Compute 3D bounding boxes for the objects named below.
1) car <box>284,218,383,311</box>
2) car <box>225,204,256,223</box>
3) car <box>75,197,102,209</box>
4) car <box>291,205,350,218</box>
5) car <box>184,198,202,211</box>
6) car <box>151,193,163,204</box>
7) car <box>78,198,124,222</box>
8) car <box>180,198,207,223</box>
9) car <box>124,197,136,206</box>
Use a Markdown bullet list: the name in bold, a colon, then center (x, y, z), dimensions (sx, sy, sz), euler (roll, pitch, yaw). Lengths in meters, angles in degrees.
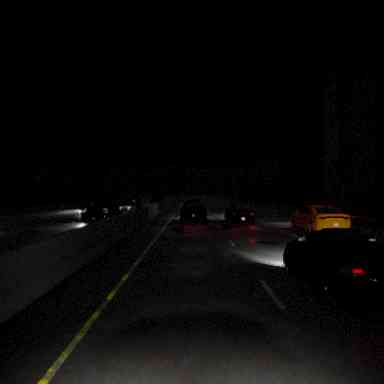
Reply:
- **car**: center (3.603, 1.556, 7.853), dimensions (1.994, 1.385, 4.181), euler (0, 0, 0)
- **car**: center (3.607, 1.595, 25.607), dimensions (1.895, 1.301, 4.718), euler (0, 0, 0)
- **car**: center (-14.069, 1.511, 45.575), dimensions (2.128, 1.511, 4.902), euler (0, 0, 0)
- **car**: center (7.106, 1.469, 18.869), dimensions (1.882, 1.535, 5.008), euler (0, 0, 0)
- **car**: center (0.113, 1.505, 41.617), dimensions (2.128, 1.511, 4.902), euler (0, 0, 0)
- **car**: center (-6.984, 1.302, 67.010), dimensions (2.150, 2.045, 5.566), euler (0, 0, 0)
- **car**: center (-7.090, 1.346, 26.153), dimensions (2.097, 1.767, 4.553), euler (0, 0, 0)
- **car**: center (0.109, 1.472, 25.159), dimensions (1.882, 1.535, 5.008), euler (0, 0, 0)
- **car**: center (-10.523, 1.579, 54.697), dimensions (2.033, 1.411, 5.357), euler (0, 0, 1)
